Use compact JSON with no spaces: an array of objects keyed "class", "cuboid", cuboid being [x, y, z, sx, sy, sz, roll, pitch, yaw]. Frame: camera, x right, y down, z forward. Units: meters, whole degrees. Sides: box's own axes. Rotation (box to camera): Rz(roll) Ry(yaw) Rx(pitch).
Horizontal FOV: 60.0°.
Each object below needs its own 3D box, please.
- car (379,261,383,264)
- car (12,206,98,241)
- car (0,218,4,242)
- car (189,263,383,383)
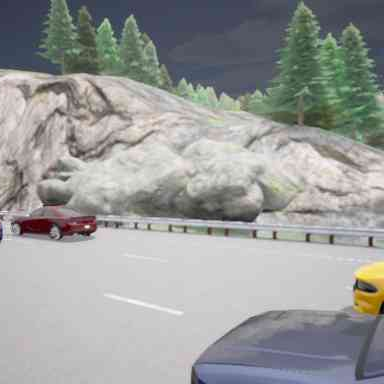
[{"class":"car","cuboid":[4.998,1.462,4.627,5.008,1.535,1.882,0,0,36]},{"class":"car","cuboid":[-6.948,1.456,16.623,5.008,1.535,1.882,0,0,31]},{"class":"car","cuboid":[-10.364,1.338,14.548,4.553,1.767,2.097,0,0,30]},{"class":"car","cuboid":[2.518,1.539,2.144,5.357,1.411,2.033,0,0,35]}]
